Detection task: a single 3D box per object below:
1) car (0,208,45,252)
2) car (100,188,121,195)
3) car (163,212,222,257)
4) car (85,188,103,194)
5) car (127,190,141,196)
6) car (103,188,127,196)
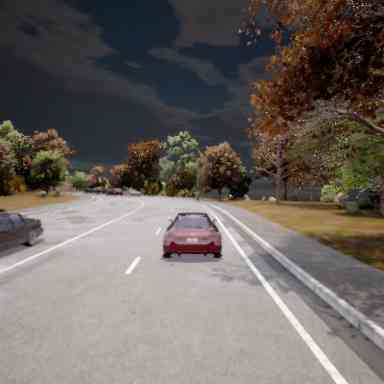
[{"bbox_3d":[-7.076,1.438,11.581,2.033,1.411,5.357,0,1,0],"label":"car"},{"bbox_3d":[-19.661,-0.183,80.176,5.357,1.411,2.033,2,0,40],"label":"car"},{"bbox_3d":[0.016,1.448,12.453,1.994,1.385,4.181,0,1,0],"label":"car"},{"bbox_3d":[-23.604,-0.282,79.033,4.892,1.490,1.837,2,0,40],"label":"car"},{"bbox_3d":[-13.135,0.251,72.682,1.895,1.301,4.718,1,1,-40],"label":"car"},{"bbox_3d":[-16.666,-0.075,71.578,2.097,1.767,4.553,1,1,-40],"label":"car"}]
